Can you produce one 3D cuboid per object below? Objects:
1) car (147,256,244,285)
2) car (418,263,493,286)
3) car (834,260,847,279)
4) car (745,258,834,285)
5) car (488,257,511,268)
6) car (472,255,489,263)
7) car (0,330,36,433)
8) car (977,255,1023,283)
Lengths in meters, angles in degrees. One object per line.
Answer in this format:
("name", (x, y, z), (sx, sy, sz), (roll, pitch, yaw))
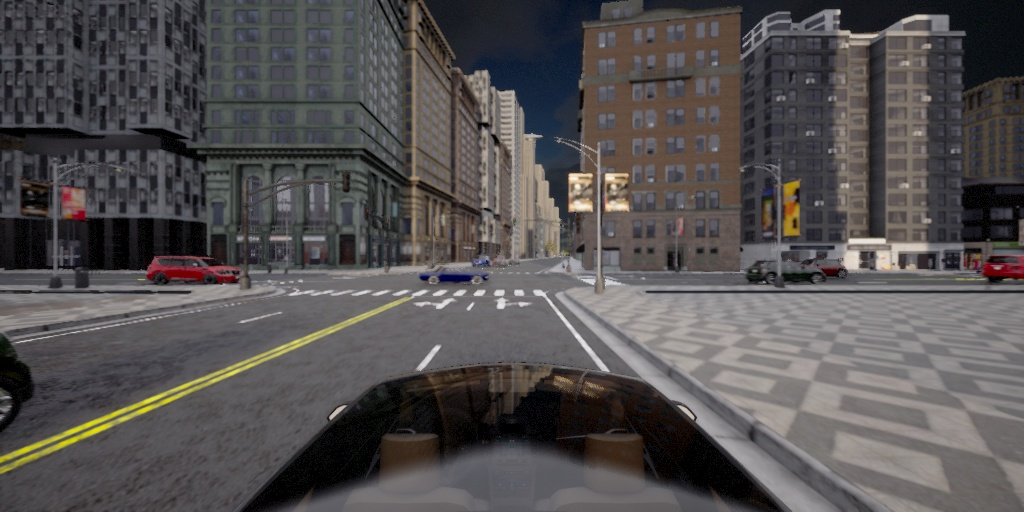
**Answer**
("car", (-21.591, 1.046, 24.602), (5.566, 2.045, 2.150), (2, 0, 0))
("car", (-3.857, 1.326, 24.670), (4.718, 1.301, 1.895), (0, 0, 0))
("car", (26.370, 1.051, 31.381), (4.553, 1.767, 2.097), (0, 0, 0))
("car", (18.850, 1.063, 24.758), (4.553, 1.767, 2.097), (0, 0, 0))
("car", (-2.022, 1.243, 60.858), (2.033, 1.411, 5.357), (0, 0, 10))
("car", (-5.240, 0.917, 61.319), (2.150, 2.045, 5.566), (0, 0, 10))
("car", (-6.588, 1.102, 2.109), (2.097, 1.767, 4.553), (0, 0, 0))
("car", (36.247, 0.933, 24.825), (5.566, 2.045, 2.150), (0, 0, 0))
